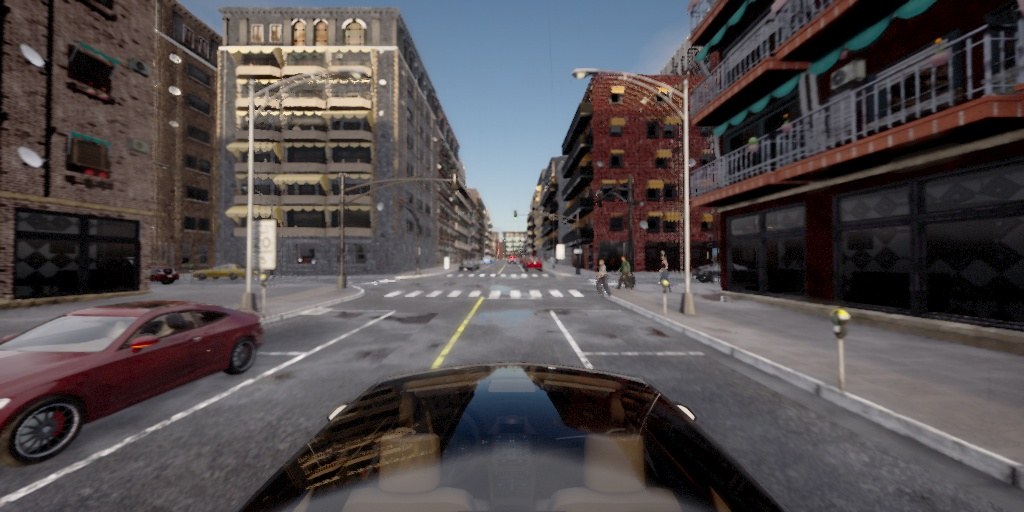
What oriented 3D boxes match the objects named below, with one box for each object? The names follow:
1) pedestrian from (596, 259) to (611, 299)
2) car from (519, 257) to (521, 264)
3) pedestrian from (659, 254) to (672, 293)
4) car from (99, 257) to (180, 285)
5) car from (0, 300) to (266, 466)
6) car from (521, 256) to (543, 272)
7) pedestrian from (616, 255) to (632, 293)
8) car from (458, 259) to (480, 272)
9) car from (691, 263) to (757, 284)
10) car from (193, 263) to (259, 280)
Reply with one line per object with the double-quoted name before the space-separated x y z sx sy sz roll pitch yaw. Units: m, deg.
"pedestrian" 4.053 0.989 16.023 0.375 1.860 0.375 1 -1 0
"car" 2.587 0.870 54.127 2.192 1.841 5.009 0 0 0
"pedestrian" 7.071 0.790 16.625 0.375 1.860 0.375 1 -1 0
"car" -24.281 0.976 22.813 5.009 1.841 2.192 0 0 0
"car" -5.313 1.320 4.882 1.802 1.307 4.207 0 0 0
"car" 2.583 0.907 43.004 2.192 1.841 5.009 0 0 0
"pedestrian" 5.362 0.825 17.225 0.375 1.860 0.375 1 -1 0
"car" -5.298 1.159 42.962 1.948 1.339 4.313 0 0 0
"car" 13.754 1.100 22.706 4.403 1.370 2.007 0 0 0
"car" -24.431 1.319 30.693 4.829 1.417 1.751 0 0 0
